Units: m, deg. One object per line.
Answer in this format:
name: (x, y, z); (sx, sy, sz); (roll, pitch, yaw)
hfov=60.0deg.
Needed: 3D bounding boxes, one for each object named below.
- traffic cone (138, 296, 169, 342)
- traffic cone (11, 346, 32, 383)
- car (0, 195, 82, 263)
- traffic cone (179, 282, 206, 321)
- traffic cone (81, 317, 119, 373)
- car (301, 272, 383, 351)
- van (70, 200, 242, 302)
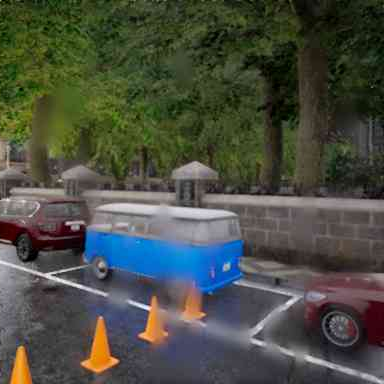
traffic cone: (-0.572, 1.871, 5.009); (0.340, 0.580, 0.340); (2, 1, 36)
traffic cone: (-1.742, 1.870, 3.387); (0.340, 0.580, 0.340); (2, 1, 36)
car: (-5.284, 1.037, 10.924); (5.009, 1.841, 2.192); (2, 1, 36)
traffic cone: (0.013, 1.872, 5.820); (0.340, 0.580, 0.340); (2, 1, 36)
traffic cone: (-1.157, 1.871, 4.198); (0.340, 0.580, 0.340); (2, 1, 36)
car: (3.666, 1.598, 4.465); (4.206, 1.307, 1.802); (2, 1, 36)
van: (-0.806, 1.211, 7.693); (3.998, 1.788, 1.690); (2, 1, 36)
